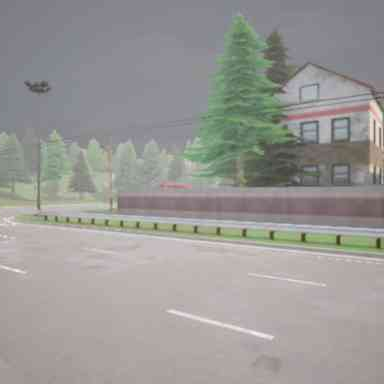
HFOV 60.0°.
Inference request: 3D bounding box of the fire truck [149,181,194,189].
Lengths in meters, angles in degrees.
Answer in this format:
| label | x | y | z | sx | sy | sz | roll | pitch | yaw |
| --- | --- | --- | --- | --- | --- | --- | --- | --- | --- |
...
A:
| label | x | y | z | sx | sy | sz | roll | pitch | yaw |
| --- | --- | --- | --- | --- | --- | --- | --- | --- | --- |
| fire truck | -3.550 | 0.203 | 58.029 | 8.468 | 3.827 | 2.891 | 8 | -6 | -42 |
